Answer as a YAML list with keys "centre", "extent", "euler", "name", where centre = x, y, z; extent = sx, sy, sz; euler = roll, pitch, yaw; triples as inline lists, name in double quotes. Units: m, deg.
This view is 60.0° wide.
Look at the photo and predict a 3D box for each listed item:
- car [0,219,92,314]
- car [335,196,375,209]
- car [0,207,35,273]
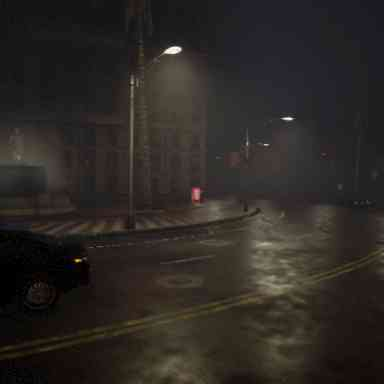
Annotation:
- centre: [-4.192, 1.366, 5.872]
  extent: [4.674, 1.442, 1.812]
  euler: [0, 1, -29]
  name: "car"
- centre: [18.143, 1.170, 37.831]
  extent: [2.033, 1.411, 5.357]
  euler: [1, 1, 2]
  name: "car"
- centre: [-6.799, 1.241, 8.473]
  extent: [5.008, 1.535, 1.882]
  euler: [0, 1, -27]
  name: "car"
